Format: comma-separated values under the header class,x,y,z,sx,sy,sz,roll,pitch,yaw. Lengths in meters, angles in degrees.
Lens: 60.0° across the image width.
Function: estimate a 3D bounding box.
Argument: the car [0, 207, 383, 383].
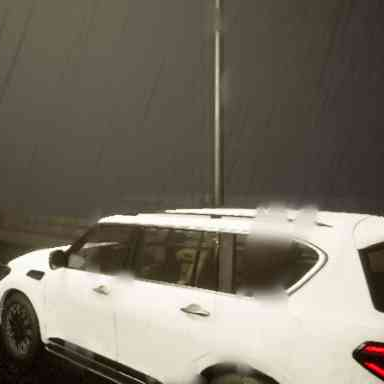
class,x,y,z,sx,sy,sz,roll,pitch,yaw
car,-0.216,1.215,4.157,5.566,2.045,2.150,0,0,36
